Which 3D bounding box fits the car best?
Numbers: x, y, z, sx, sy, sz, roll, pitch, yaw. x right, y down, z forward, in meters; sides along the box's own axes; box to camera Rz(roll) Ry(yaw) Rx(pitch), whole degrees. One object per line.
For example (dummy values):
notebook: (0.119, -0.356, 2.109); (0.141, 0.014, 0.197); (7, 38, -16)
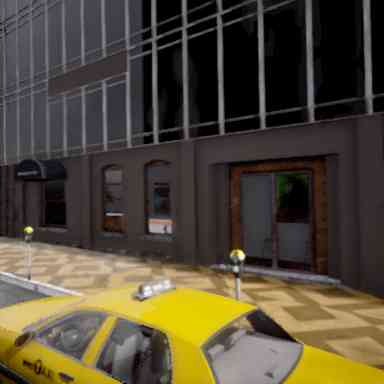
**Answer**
car: (-0.573, 1.530, 3.298); (4.829, 1.417, 1.752); (0, -1, 35)
